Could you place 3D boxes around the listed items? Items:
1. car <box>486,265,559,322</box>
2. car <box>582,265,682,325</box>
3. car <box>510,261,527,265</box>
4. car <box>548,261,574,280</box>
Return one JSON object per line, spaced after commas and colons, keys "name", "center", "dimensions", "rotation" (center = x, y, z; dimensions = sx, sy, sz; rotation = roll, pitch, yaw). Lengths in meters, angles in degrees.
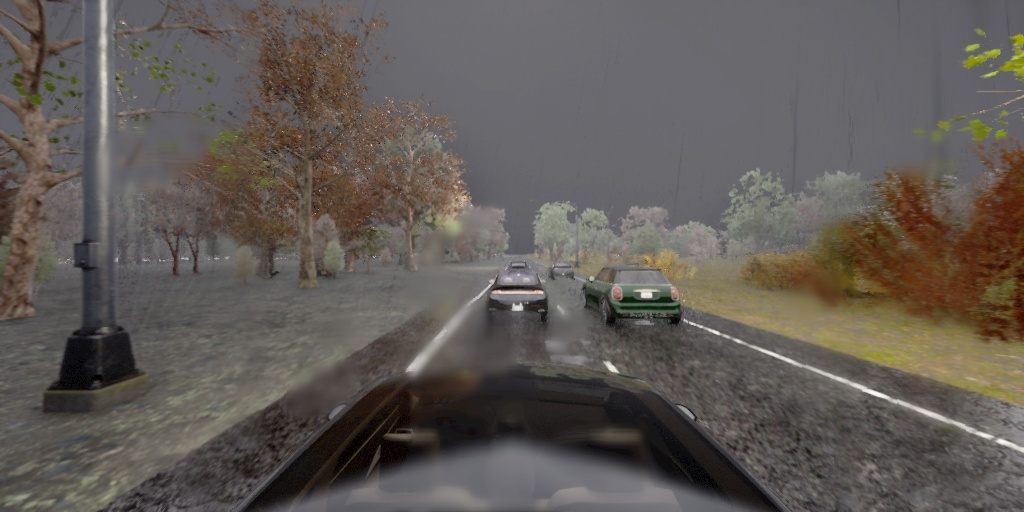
{"name": "car", "center": [0.189, 1.221, 12.306], "dimensions": [2.128, 1.511, 4.902], "rotation": [0, 0, 1]}
{"name": "car", "center": [3.684, 1.083, 11.868], "dimensions": [2.097, 1.767, 4.553], "rotation": [0, 0, 1]}
{"name": "car", "center": [0.537, 1.198, 30.304], "dimensions": [1.837, 1.490, 4.892], "rotation": [0, 0, 1]}
{"name": "car", "center": [4.035, 1.186, 30.139], "dimensions": [2.128, 1.511, 4.902], "rotation": [0, 0, 1]}
